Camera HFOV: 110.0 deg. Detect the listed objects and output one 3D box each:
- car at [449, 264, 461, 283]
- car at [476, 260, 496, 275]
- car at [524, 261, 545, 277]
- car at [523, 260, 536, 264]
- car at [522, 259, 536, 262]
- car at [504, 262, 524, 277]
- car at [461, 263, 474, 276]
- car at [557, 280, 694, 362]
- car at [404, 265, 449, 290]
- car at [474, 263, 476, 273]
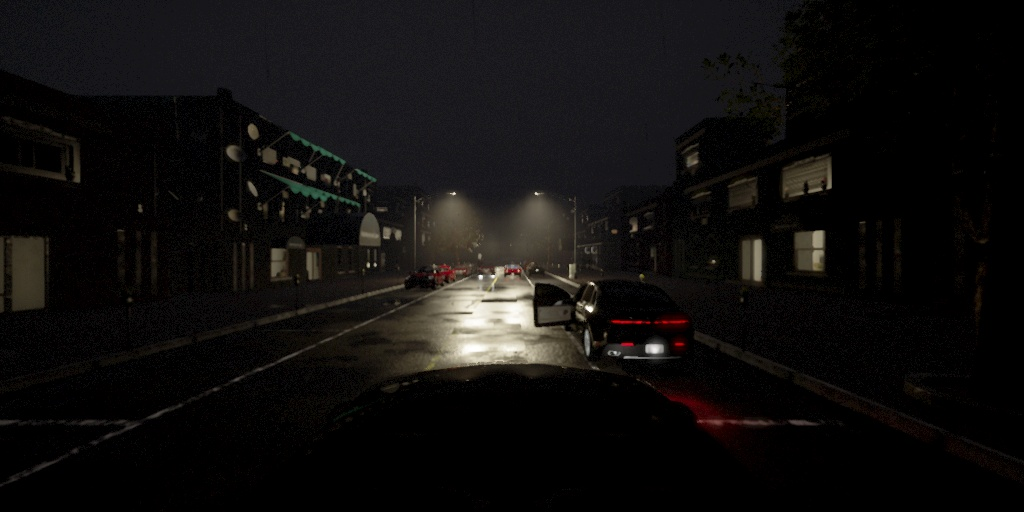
[{"bbox_3d":[-5.685,1.479,29.247,1.888,1.381,4.507,0,0,0],"label":"car"},{"bbox_3d":[-3.017,1.560,44.412,1.812,1.442,4.674,0,-1,1],"label":"car"},{"bbox_3d":[2.696,1.574,40.345,1.948,1.339,4.313,0,0,0],"label":"car"},{"bbox_3d":[2.698,1.570,46.062,1.751,1.417,4.829,0,0,0],"label":"car"},{"bbox_3d":[2.697,1.396,51.441,2.192,1.841,5.009,0,0,0],"label":"car"},{"bbox_3d":[0.085,1.600,39.003,1.895,1.301,4.718,0,0,0],"label":"car"},{"bbox_3d":[-5.684,1.590,40.343,1.802,1.307,4.207,0,0,0],"label":"car"},{"bbox_3d":[2.355,1.299,8.339,1.837,1.490,4.892,0,0,0],"label":"car"},{"bbox_3d":[-5.686,1.337,23.698,1.967,1.591,4.097,0,0,0],"label":"car"},{"bbox_3d":[-5.684,1.595,45.891,2.007,1.370,4.403,0,0,0],"label":"car"}]
